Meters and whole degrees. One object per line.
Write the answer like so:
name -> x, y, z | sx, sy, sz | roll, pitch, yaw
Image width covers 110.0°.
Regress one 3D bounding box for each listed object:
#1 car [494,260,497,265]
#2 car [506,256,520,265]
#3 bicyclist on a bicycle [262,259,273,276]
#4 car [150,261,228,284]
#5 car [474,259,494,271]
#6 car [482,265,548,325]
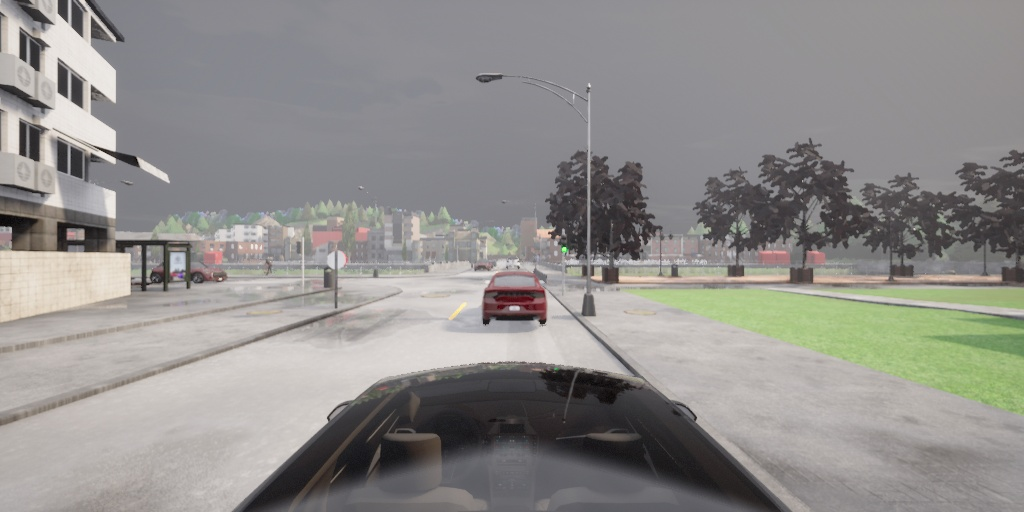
car -> -4.044, 1.348, 59.487 | 2.128, 1.511, 4.902 | 0, 0, 0
car -> 0.140, 1.079, 60.600 | 2.150, 2.045, 5.566 | 0, 0, 0
bicyclist on a bicycle -> -24.004, 1.160, 35.245 | 0.582, 1.620, 1.656 | 0, 0, 0
car -> -24.078, 1.148, 26.848 | 4.553, 1.767, 2.097 | 0, 0, 0
car -> -4.064, 1.191, 50.243 | 2.097, 1.767, 4.553 | 0, 0, 0
car -> 0.084, 1.247, 12.014 | 1.882, 1.535, 5.008 | 0, 0, 0
